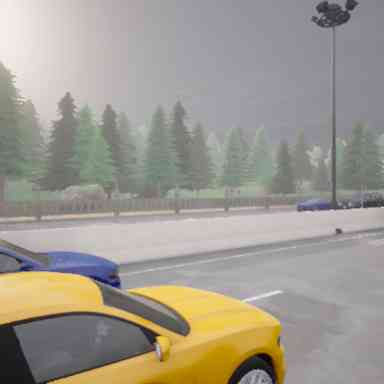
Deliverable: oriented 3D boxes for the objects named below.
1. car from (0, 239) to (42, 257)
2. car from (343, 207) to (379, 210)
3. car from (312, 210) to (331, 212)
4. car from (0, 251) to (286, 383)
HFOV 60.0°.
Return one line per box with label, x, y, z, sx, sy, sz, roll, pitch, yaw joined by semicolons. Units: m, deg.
car;-3.644;1.478;5.445;5.008;1.535;1.882;0;0;-36
car;16.706;1.061;32.842;5.566;2.045;2.150;-1;0;-33
car;12.999;1.329;34.546;5.008;1.535;1.882;0;0;-33
car;-1.307;1.476;2.813;5.008;1.535;1.882;0;0;-36
